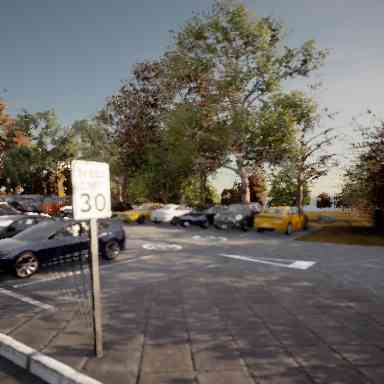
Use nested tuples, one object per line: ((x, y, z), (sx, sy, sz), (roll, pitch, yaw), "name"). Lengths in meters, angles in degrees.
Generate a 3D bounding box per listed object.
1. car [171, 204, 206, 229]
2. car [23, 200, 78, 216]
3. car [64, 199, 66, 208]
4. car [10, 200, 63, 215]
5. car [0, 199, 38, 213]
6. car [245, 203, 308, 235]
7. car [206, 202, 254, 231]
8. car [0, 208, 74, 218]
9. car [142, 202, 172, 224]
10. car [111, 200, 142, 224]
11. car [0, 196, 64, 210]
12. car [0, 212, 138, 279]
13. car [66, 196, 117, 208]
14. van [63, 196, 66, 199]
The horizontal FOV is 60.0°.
((1.064, 1.639, 23.227), (2.163, 1.488, 4.792), (0, 0, 36), "car")
((-14.691, 1.613, 34.742), (2.163, 1.488, 4.792), (0, 0, 36), "car")
((-10.141, 1.615, 31.367), (2.163, 1.488, 4.792), (0, 0, 36), "car")
((-16.826, 1.620, 36.294), (2.163, 1.488, 4.792), (0, 0, 36), "car")
((-21.321, 1.620, 39.529), (2.097, 1.535, 5.008), (0, 0, 36), "car")
((5.461, 1.618, 20.063), (2.097, 1.535, 5.008), (0, 0, 36), "car")
((3.240, 1.488, 21.721), (2.185, 1.767, 4.553), (0, 0, 36), "car")
((-6.608, 1.617, 12.676), (2.097, 1.535, 5.008), (0, 0, 36), "car")
((-1.162, 1.644, 24.877), (2.002, 1.452, 4.674), (0, 0, 36), "car")
((-3.511, 1.597, 26.357), (1.946, 1.575, 5.366), (0, 0, 36), "car")
((-8.840, 1.361, 14.326), (2.435, 2.045, 5.566), (0, 0, 36), "car")
((-4.382, 1.652, 11.017), (2.163, 1.488, 4.792), (0, 0, 36), "car")
((-7.867, 1.339, 29.785), (2.435, 2.045, 5.566), (0, 0, 36), "car")
((-12.397, 1.357, 33.185), (1.878, 1.987, 4.442), (0, 0, 36), "van")
